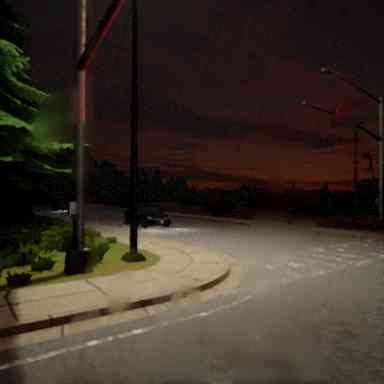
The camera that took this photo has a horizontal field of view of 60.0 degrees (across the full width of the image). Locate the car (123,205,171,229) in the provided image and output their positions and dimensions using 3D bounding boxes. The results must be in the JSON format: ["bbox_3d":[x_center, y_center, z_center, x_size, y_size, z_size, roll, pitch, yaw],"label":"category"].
[{"bbox_3d":[-3.214,1.627,22.932,1.812,1.442,4.674,0,0,-35],"label":"car"}]

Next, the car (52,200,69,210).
[{"bbox_3d":[-16.779,1.670,42.648,1.994,1.385,4.181,0,0,-34],"label":"car"}]
